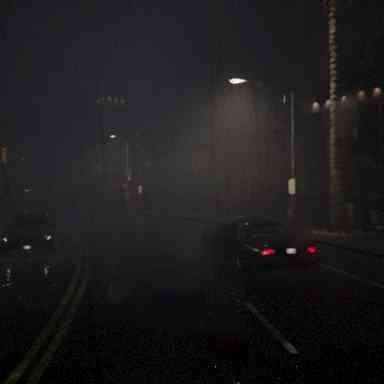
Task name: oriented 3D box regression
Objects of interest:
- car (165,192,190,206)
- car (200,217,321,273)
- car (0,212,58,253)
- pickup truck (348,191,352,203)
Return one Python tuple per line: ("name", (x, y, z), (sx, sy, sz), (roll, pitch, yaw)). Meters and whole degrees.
("car", (-2.620, 1.213, 51.262), (2.185, 1.767, 4.553), (0, 0, -42))
("car", (1.839, 1.525, 10.757), (2.033, 1.411, 5.357), (0, 0, -15))
("car", (-6.814, 1.571, 14.205), (2.033, 1.411, 5.357), (0, 0, -22))
("pickup truck", (15.563, 0.968, 30.460), (6.274, 2.098, 2.390), (0, 0, -42))
